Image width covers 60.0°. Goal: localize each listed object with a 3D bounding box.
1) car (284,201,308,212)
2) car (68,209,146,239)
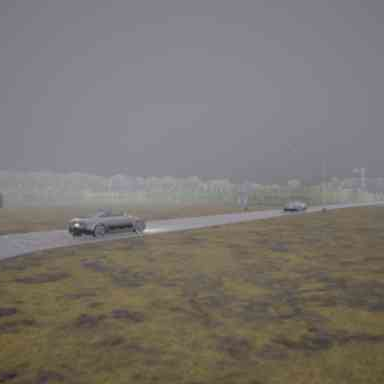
[{"bbox_3d":[13.307,1.862,42.580,1.994,1.385,4.181,-1,-1,36],"label":"car"},{"bbox_3d":[-4.445,1.606,17.875,1.994,1.385,4.181,-1,-1,35],"label":"car"}]
